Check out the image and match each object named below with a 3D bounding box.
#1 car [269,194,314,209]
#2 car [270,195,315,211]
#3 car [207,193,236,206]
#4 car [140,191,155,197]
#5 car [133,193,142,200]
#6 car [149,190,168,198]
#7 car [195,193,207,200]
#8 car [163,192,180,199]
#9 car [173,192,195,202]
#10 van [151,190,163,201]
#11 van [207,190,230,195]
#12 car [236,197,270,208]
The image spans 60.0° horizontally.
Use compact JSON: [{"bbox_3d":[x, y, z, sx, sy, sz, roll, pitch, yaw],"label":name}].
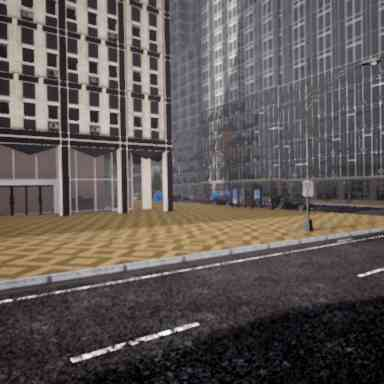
[{"bbox_3d":[11.551,1.080,39.002,1.882,1.535,5.008,-2,1,-34],"label":"car"},{"bbox_3d":[10.843,1.252,35.237,1.947,1.339,4.313,-1,1,-34],"label":"car"},{"bbox_3d":[4.487,1.146,44.664,1.947,1.339,4.313,-1,1,-34],"label":"car"},{"bbox_3d":[-11.015,0.458,82.256,1.967,1.590,4.097,-1,1,-34],"label":"car"},{"bbox_3d":[-11.513,0.862,68.147,2.008,1.369,4.403,-1,1,-34],"label":"car"},{"bbox_3d":[-7.806,0.388,77.564,2.192,1.841,5.009,-1,1,-34],"label":"car"},{"bbox_3d":[1.822,0.818,63.494,1.802,1.307,4.206,-1,1,-34],"label":"car"},{"bbox_3d":[-4.596,0.709,72.877,1.802,1.307,4.206,-1,1,-34],"label":"car"},{"bbox_3d":[-2.001,0.943,58.913,1.994,1.385,4.181,-2,1,-34],"label":"car"},{"bbox_3d":[-5.095,0.761,58.762,1.690,1.788,3.998,-1,1,-34],"label":"van"},{"bbox_3d":[5.029,0.631,58.800,1.690,1.788,3.998,-1,1,-34],"label":"van"},{"bbox_3d":[7.648,1.216,39.940,1.802,1.307,4.206,-1,1,-34],"label":"car"}]
